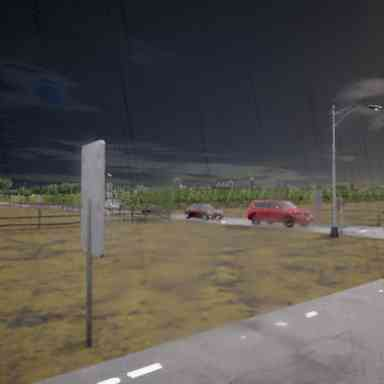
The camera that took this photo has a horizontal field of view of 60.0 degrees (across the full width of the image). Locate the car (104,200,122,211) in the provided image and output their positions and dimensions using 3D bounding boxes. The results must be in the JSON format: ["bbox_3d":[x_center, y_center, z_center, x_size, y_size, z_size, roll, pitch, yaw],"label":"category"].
[{"bbox_3d":[-15.081,2.516,62.105,2.150,2.045,5.566,0,-1,-36],"label":"car"}]

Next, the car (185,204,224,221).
[{"bbox_3d":[1.221,2.001,34.444,2.097,1.767,4.553,0,-1,-36],"label":"car"}]

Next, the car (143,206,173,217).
[{"bbox_3d":[-4.365,2.436,42.203,1.895,1.301,4.718,0,-1,-36],"label":"car"}]

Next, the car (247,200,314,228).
[{"bbox_3d":[6.889,1.685,26.568,2.150,2.045,5.566,0,-1,-36],"label":"car"}]
